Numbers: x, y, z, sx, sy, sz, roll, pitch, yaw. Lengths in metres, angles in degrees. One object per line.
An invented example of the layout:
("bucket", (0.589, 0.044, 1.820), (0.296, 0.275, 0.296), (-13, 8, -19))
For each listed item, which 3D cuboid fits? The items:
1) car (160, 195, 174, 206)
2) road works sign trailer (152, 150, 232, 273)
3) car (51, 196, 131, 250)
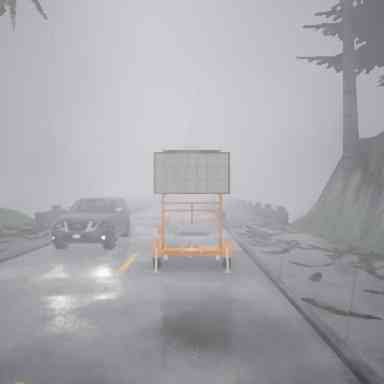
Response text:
("car", (-4.076, 1.352, 54.967), (2.097, 1.767, 4.553), (0, 0, 0))
("road works sign trailer", (-0.004, 0.464, 10.650), (2.380, 3.560, 2.880), (0, 0, 0))
("car", (-4.105, 1.223, 14.570), (2.150, 2.045, 5.566), (0, 0, 0))
